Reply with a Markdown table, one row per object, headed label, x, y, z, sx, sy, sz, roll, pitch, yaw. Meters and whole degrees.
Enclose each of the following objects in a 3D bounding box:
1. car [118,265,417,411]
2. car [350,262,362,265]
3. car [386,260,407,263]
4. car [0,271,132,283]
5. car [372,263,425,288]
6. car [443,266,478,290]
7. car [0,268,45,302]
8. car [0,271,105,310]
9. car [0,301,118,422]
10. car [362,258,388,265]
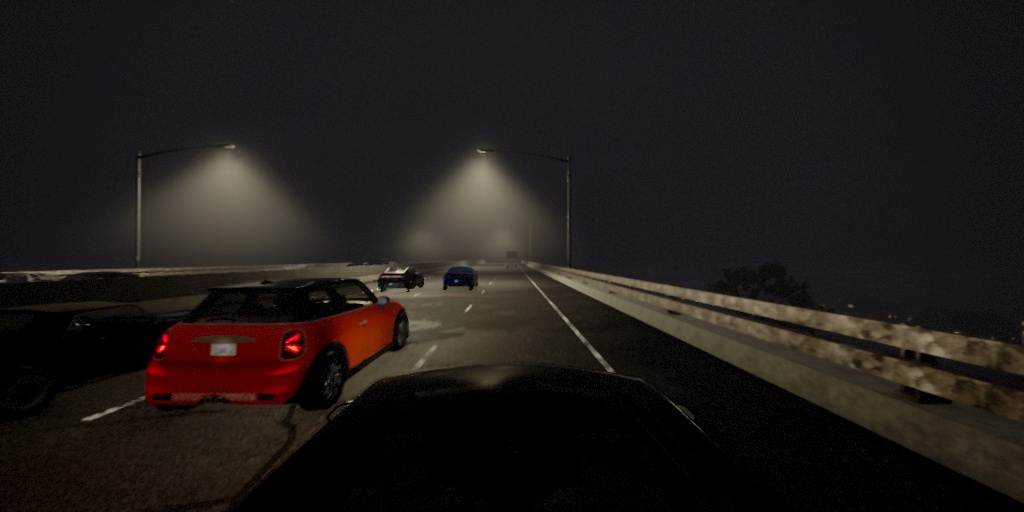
| label | x | y | z | sx | sy | sz | roll | pitch | yaw |
| --- | --- | --- | --- | --- | --- | --- | --- | --- | --- |
| car | -3.399 | 1.140 | 6.352 | 2.097 | 1.767 | 4.553 | 0 | 0 | 0 |
| car | -24.496 | 1.705 | 56.774 | 1.812 | 1.442 | 4.674 | 0 | 0 | 1 |
| car | -17.505 | 1.669 | 56.564 | 2.128 | 1.511 | 4.902 | 0 | 0 | 1 |
| car | -17.602 | 1.386 | 15.090 | 1.812 | 1.442 | 4.674 | 0 | 0 | 0 |
| car | -6.888 | 1.412 | 22.802 | 2.128 | 1.511 | 4.902 | 0 | 0 | 0 |
| car | -3.388 | 1.410 | 24.336 | 1.882 | 1.535 | 5.008 | 0 | 0 | 0 |
| car | -24.590 | 1.357 | 15.617 | 2.128 | 1.511 | 4.902 | 0 | 0 | 0 |
| car | -21.093 | 1.408 | 14.997 | 2.033 | 1.411 | 5.357 | 0 | 0 | 0 |
| car | -6.898 | 1.385 | 5.796 | 1.895 | 1.301 | 4.718 | 0 | 0 | 0 |
| car | -20.998 | 1.398 | 56.357 | 2.150 | 2.045 | 5.566 | 0 | 0 | 1 |
